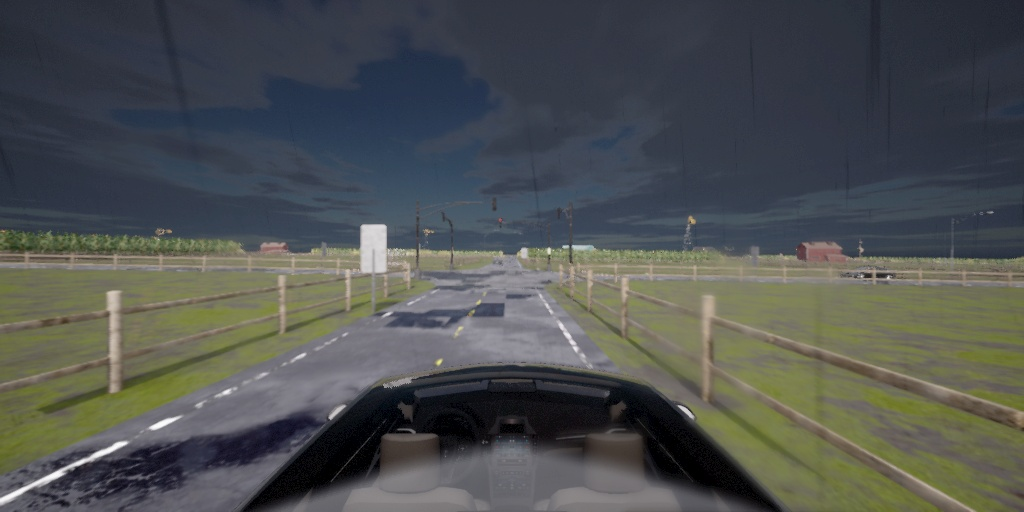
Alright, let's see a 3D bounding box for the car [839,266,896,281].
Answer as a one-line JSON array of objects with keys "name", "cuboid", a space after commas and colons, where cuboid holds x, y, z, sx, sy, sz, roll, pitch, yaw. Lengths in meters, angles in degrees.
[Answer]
[{"name": "car", "cuboid": [37.244, 1.807, 37.635, 4.892, 1.490, 1.837, 1, 0, 0]}]
